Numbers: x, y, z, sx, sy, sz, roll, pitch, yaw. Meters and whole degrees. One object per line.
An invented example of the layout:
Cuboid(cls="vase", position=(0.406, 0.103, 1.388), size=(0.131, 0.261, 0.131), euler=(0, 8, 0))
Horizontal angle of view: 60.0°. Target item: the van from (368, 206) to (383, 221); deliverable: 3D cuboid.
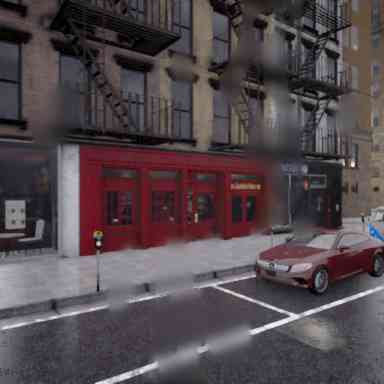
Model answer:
Cuboid(cls="van", position=(7.879, 1.338, 11.795), size=(3.998, 1.788, 1.690), euler=(0, 0, -35))

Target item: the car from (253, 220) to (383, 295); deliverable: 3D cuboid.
Cuboid(cls="car", position=(3.473, 1.580, 8.662), size=(4.206, 1.307, 1.802), euler=(0, 0, -35))
